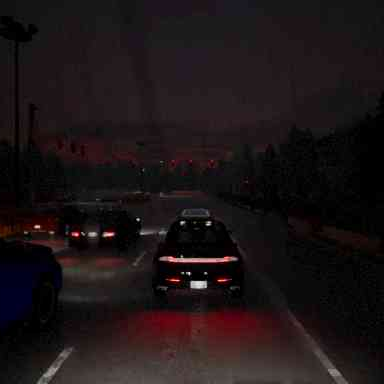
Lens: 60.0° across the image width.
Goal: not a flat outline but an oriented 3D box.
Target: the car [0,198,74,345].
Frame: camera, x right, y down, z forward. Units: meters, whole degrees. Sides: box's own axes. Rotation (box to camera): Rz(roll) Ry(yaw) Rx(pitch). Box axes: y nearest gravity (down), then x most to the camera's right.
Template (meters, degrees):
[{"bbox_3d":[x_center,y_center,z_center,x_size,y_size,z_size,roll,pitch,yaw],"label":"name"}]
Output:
[{"bbox_3d":[-3.385,1.205,3.563,2.150,2.045,5.566,0,0,0],"label":"car"}]

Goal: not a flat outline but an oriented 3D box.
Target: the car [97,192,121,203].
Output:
[{"bbox_3d":[-13.755,1.122,55.407,1.812,1.442,4.674,0,0,1],"label":"car"}]

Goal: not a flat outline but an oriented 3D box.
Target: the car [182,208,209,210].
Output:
[{"bbox_3d":[0.186,1.478,17.747,1.895,1.301,4.718,0,0,0],"label":"car"}]

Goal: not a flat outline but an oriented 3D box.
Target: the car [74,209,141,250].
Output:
[{"bbox_3d":[-3.339,1.455,13.737,2.033,1.411,5.357,0,0,0],"label":"car"}]

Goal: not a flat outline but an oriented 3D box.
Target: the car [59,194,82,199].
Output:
[{"bbox_3d":[-20.740,1.072,55.675,1.882,1.535,5.008,0,0,2],"label":"car"}]

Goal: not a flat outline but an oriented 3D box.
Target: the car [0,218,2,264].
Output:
[{"bbox_3d":[-6.876,1.513,8.167,1.994,1.385,4.181,0,0,1],"label":"car"}]

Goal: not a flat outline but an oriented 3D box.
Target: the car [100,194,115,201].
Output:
[{"bbox_3d":[-17.092,1.071,67.352,1.994,1.385,4.181,0,0,0],"label":"car"}]

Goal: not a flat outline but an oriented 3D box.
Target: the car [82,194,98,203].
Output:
[{"bbox_3d":[-17.232,1.146,57.376,1.994,1.385,4.181,0,0,1],"label":"car"}]

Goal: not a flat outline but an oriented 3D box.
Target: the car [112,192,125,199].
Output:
[{"bbox_3d":[-17.026,0.787,77.485,2.097,1.767,4.553,0,0,0],"label":"car"}]

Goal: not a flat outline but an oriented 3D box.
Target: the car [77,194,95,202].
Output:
[{"bbox_3d":[-20.621,1.126,65.009,1.895,1.301,4.718,0,0,1],"label":"car"}]

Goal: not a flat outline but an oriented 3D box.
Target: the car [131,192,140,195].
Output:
[{"bbox_3d":[-13.545,0.978,74.491,1.812,1.442,4.674,0,0,0],"label":"car"}]

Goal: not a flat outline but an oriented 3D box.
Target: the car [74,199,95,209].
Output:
[{"bbox_3d":[-6.831,1.360,17.152,1.882,1.535,5.008,0,0,0],"label":"car"}]

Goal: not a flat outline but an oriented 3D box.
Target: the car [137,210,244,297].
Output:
[{"bbox_3d":[0.132,1.439,8.417,2.128,1.511,4.902,0,0,0],"label":"car"}]

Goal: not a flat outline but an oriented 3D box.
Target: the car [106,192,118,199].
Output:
[{"bbox_3d":[-20.476,0.852,85.169,1.882,1.535,5.008,0,0,0],"label":"car"}]

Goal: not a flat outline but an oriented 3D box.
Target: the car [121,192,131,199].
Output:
[{"bbox_3d":[-13.649,1.055,64.470,1.812,1.442,4.674,0,0,1],"label":"car"}]

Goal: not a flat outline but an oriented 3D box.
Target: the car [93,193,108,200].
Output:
[{"bbox_3d":[-20.542,0.929,74.950,1.882,1.535,5.008,0,0,0],"label":"car"}]
